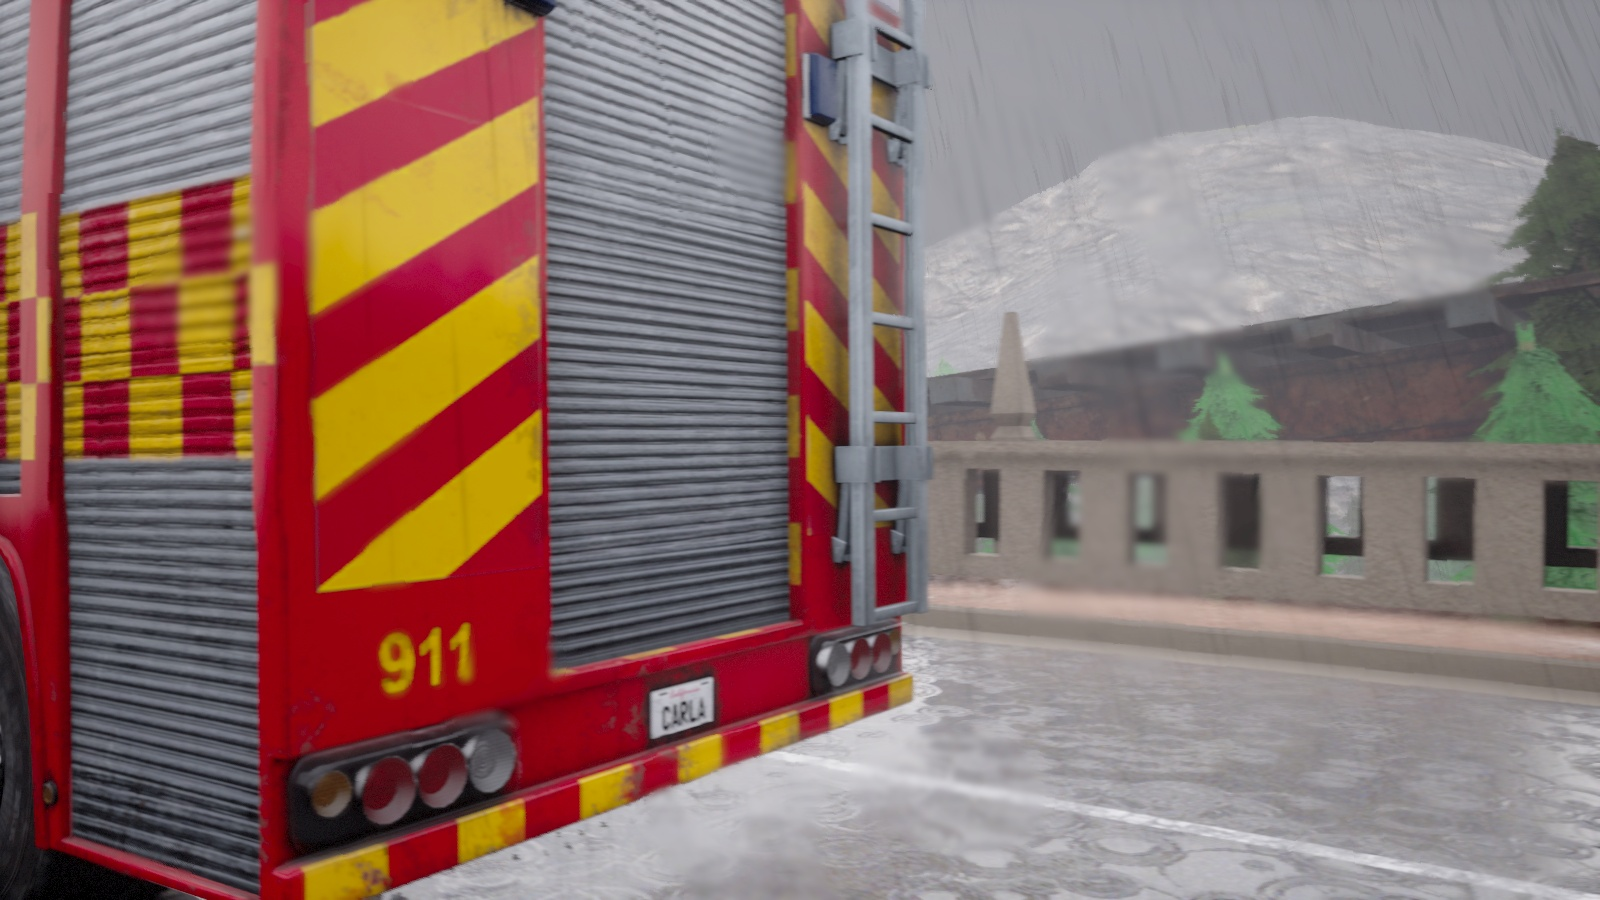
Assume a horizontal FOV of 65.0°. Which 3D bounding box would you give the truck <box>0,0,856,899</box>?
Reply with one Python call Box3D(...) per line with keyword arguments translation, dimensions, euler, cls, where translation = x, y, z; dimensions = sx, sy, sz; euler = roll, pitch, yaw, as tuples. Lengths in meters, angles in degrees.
Box3D(translation=(-4.146, -0.386, 6.358), dimensions=(8.468, 3.827, 2.891), euler=(-2, 0, 34), cls="truck")
